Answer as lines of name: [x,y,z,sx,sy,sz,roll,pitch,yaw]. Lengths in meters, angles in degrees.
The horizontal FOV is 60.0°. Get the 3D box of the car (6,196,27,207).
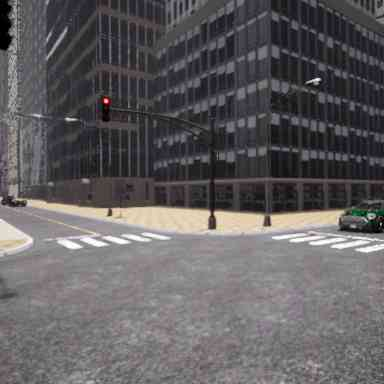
car: [-26.190,1.553,50.065,1.895,1.301,4.718,-1,0,-35]

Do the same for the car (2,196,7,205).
car: [-32.010,1.461,58.311,1.837,1.490,4.892,-1,0,-35]

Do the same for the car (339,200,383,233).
car: [10.455,1.255,19.133,4.553,1.767,2.097,0,0,-36]
